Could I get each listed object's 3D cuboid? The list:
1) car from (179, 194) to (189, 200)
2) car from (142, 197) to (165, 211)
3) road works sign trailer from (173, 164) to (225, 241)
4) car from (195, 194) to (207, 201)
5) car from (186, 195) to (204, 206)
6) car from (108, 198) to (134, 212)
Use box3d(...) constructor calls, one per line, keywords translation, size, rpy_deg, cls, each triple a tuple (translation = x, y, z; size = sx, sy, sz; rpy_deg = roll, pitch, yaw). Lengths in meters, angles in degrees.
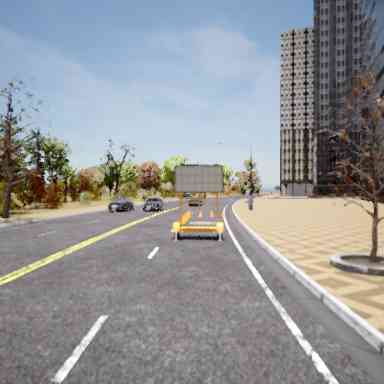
box3d(translation=(-1.572, 1.091, 77.301), size=(1.882, 1.535, 5.008), rpy_deg=(0, 0, 12), cls="car")
box3d(translation=(-4.446, 1.417, 39.009), size=(1.837, 1.490, 4.892), rpy_deg=(0, 0, 6), cls="car")
box3d(translation=(0.354, 0.429, 16.404), size=(2.380, 3.560, 2.880), rpy_deg=(0, 0, 3), cls="road works sign trailer")
box3d(translation=(2.169, 1.305, 79.257), size=(1.994, 1.385, 4.181), rpy_deg=(0, 0, 12), cls="car")
box3d(translation=(0.755, 1.447, 52.659), size=(1.994, 1.385, 4.181), rpy_deg=(0, 0, 8), cls="car")
box3d(translation=(-7.892, 1.406, 37.271), size=(2.128, 1.511, 4.902), rpy_deg=(0, 0, 6), cls="car")
